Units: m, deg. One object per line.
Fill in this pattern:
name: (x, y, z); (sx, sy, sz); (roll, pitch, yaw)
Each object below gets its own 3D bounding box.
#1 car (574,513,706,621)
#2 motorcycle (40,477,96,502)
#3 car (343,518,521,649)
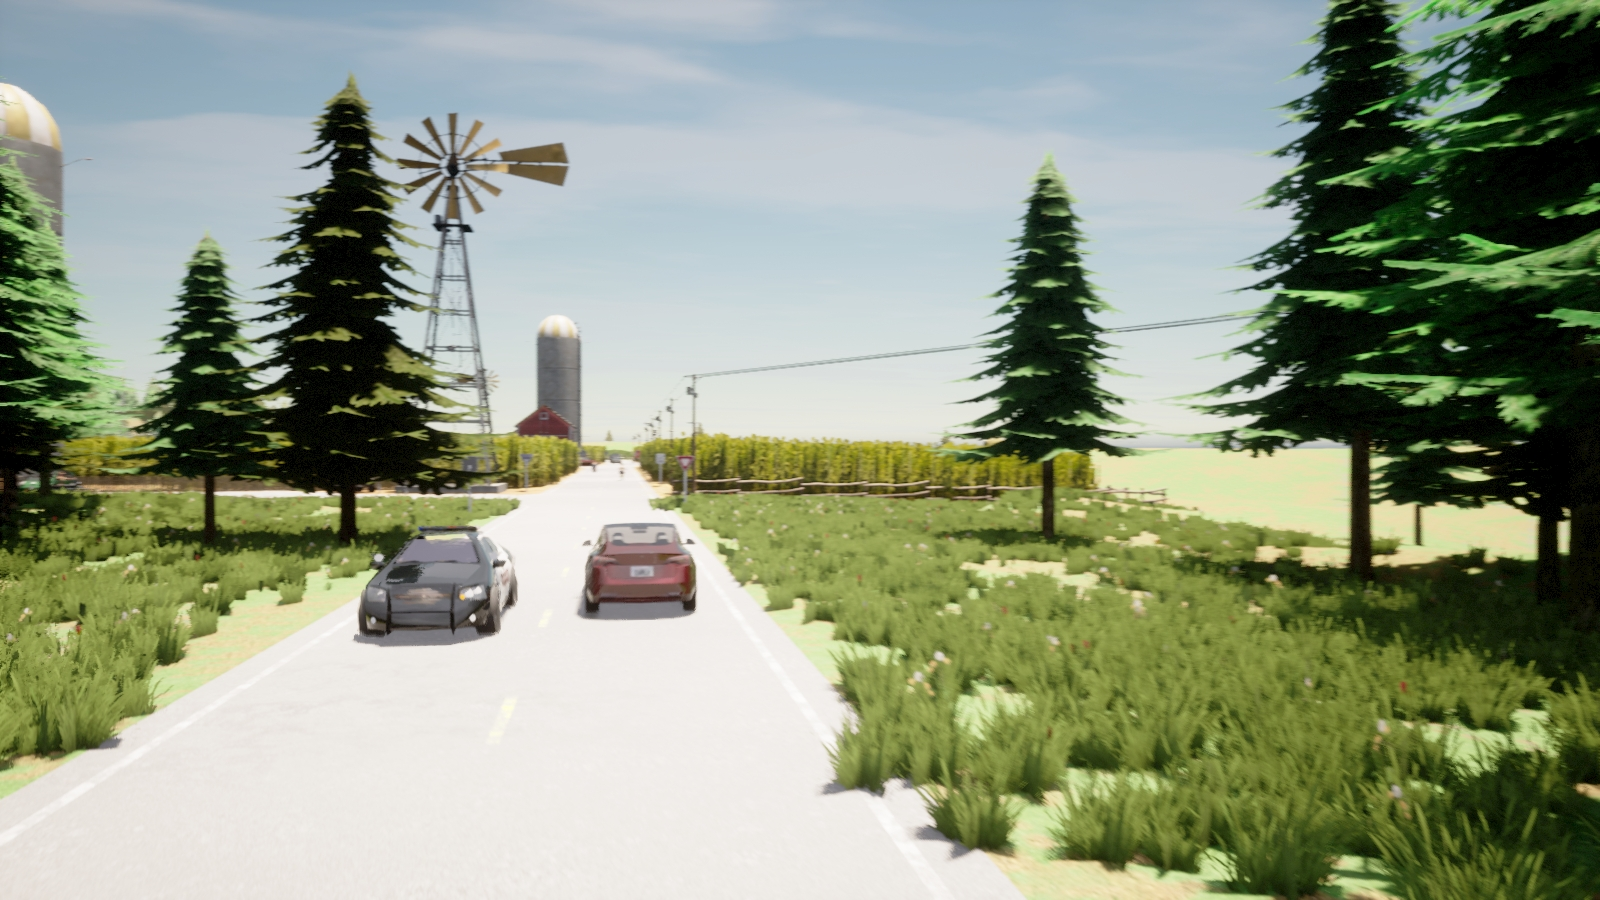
car: (-3.020, 2.066, 21.311); (2.163, 1.488, 4.792); (0, 0, -9)
motorcycle: (-38.341, 2.076, 59.885); (2.356, 1.277, 0.764); (0, 0, -9)
car: (-5.839, 2.045, 18.763); (2.038, 1.542, 4.974); (0, 0, -9)
